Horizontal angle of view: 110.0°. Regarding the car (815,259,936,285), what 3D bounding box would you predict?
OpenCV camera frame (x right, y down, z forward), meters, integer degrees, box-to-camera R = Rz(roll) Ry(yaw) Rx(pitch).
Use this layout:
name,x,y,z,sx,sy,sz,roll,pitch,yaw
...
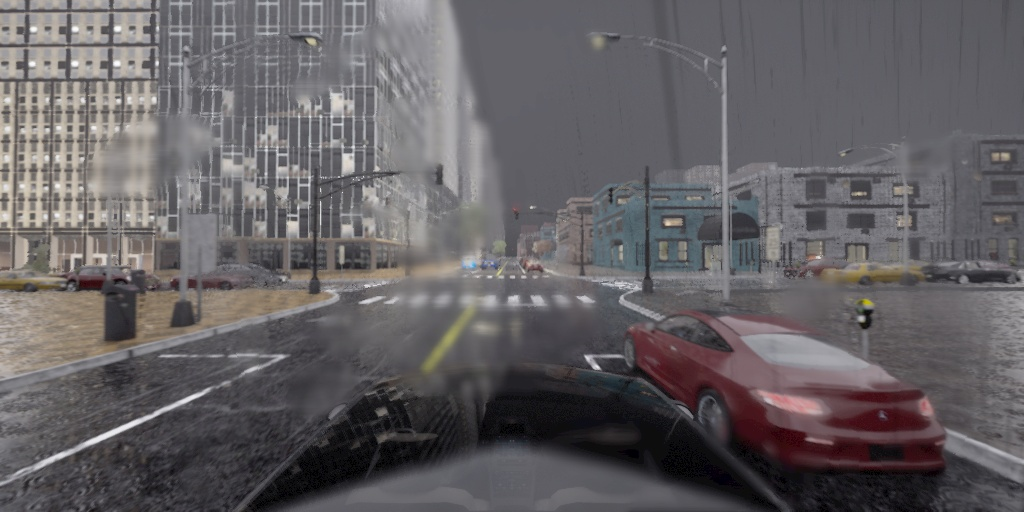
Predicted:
name,x,y,z,sx,sy,sz,roll,pitch,yaw
car,20.686,0.969,20.533,4.829,1.417,1.751,0,0,1

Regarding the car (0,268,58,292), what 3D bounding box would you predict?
name,x,y,z,sx,sy,sz,roll,pitch,yaw
car,-28.619,1.435,20.998,4.829,1.417,1.751,0,0,1

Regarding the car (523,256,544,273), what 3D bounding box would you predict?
name,x,y,z,sx,sy,sz,roll,pitch,yaw
car,2.684,1.133,42.735,1.967,1.591,4.097,0,0,0

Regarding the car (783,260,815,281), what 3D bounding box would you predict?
name,x,y,z,sx,sy,sz,roll,pitch,yaw
car,22.751,0.995,26.316,5.008,1.535,1.882,-1,-1,1

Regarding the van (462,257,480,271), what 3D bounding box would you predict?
name,x,y,z,sx,sy,sz,roll,pitch,yaw
van,-5.698,1.025,48.369,1.690,1.789,3.998,0,0,0

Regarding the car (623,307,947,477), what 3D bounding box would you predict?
name,x,y,z,sx,sy,sz,roll,pitch,yaw
car,2.815,1.329,4.772,1.802,1.307,4.207,0,0,0

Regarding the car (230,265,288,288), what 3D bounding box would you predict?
name,x,y,z,sx,sy,sz,roll,pitch,yaw
car,-17.438,1.341,23.596,4.902,1.511,2.128,0,-1,1

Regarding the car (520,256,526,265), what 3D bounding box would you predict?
name,x,y,z,sx,sy,sz,roll,pitch,yaw
car,2.682,0.991,54.083,2.192,1.841,5.009,0,0,0

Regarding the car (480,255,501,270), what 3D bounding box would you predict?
name,x,y,z,sx,sy,sz,roll,pitch,yaw
car,-3.073,0.905,50.693,2.150,2.045,5.566,0,0,0

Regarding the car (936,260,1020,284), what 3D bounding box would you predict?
name,x,y,z,sx,sy,sz,roll,pitch,yaw
car,26.049,0.943,20.483,4.403,1.370,2.007,0,0,1

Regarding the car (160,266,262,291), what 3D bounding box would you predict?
name,x,y,z,sx,sy,sz,roll,pitch,yaw
car,-17.422,1.384,20.892,4.207,1.307,1.802,0,0,1

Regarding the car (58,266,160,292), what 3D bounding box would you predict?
name,x,y,z,sx,sy,sz,roll,pitch,yaw
car,-23.106,1.296,20.946,4.097,1.591,1.967,0,0,1
